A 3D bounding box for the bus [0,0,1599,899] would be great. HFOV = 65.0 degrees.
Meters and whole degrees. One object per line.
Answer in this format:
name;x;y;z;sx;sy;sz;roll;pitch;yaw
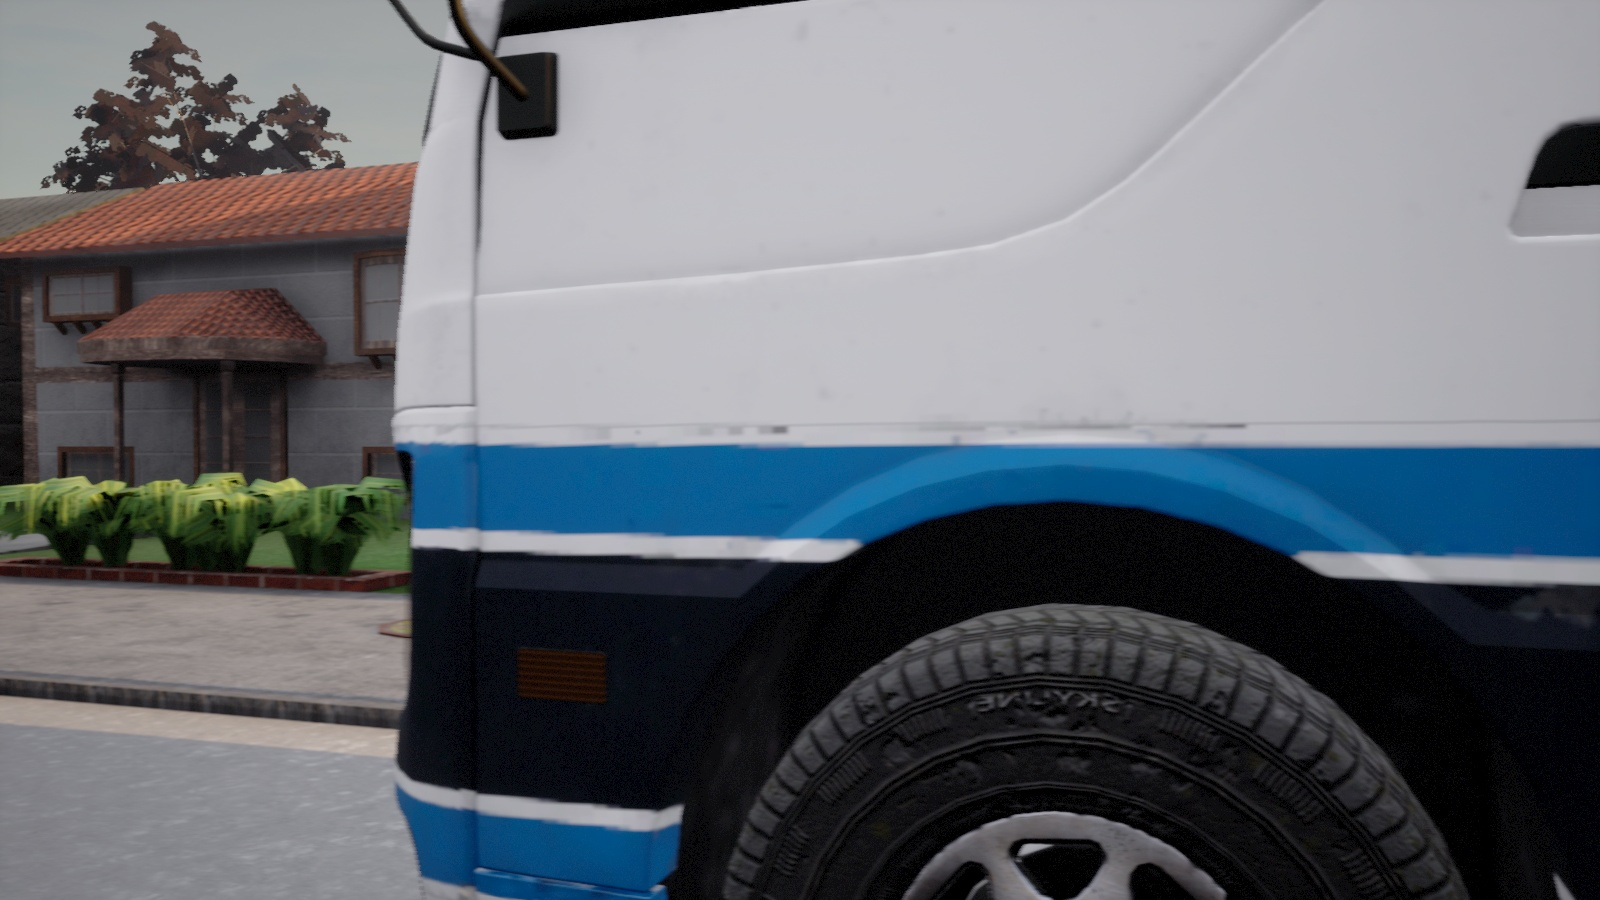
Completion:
bus;3.612;-0.576;2.485;10.273;4.253;3.944;1;1;19
